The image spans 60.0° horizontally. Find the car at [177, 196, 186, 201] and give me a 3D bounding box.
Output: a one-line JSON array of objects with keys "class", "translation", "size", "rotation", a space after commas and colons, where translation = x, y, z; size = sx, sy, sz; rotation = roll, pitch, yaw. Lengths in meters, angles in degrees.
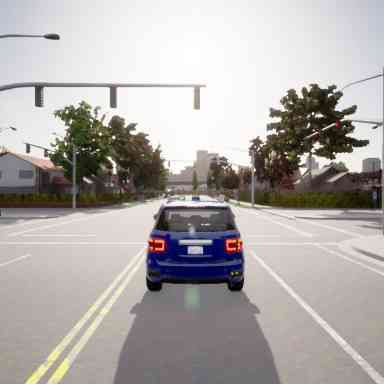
[{"class": "car", "translation": [-2.608, 1.595, 83.890], "size": [1.895, 1.301, 4.718], "rotation": [0, 0, 0]}]

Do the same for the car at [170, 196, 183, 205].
[{"class": "car", "translation": [-2.821, 1.547, 61.341], "size": [2.033, 1.411, 5.357], "rotation": [0, 0, 1]}]

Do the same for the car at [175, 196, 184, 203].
[{"class": "car", "translation": [-2.685, 1.524, 71.590], "size": [1.812, 1.442, 4.674], "rotation": [0, 0, 0]}]

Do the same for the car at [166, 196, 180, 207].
[{"class": "car", "translation": [-2.896, 1.478, 51.621], "size": [1.882, 1.535, 5.008], "rotation": [0, 0, 1]}]

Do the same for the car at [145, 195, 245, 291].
[{"class": "car", "translation": [0.069, 1.222, 9.162], "size": [2.150, 2.045, 5.566], "rotation": [0, 0, 0]}]

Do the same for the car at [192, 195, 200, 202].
[{"class": "car", "translation": [0.858, 1.478, 78.411], "size": [1.882, 1.535, 5.008], "rotation": [0, 0, 0]}]
